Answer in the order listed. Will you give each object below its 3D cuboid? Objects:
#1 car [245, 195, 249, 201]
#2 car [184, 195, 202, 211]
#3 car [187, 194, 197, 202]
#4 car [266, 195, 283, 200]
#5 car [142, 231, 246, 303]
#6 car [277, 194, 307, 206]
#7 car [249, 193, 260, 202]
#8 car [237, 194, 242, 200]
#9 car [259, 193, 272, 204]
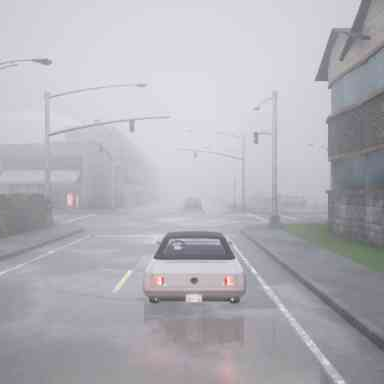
[{"bbox_3d":[13.777,1.113,70.219,4.605,1.855,1.932,0,0,0],"label":"car"},{"bbox_3d":[0.081,1.352,40.795,2.097,1.767,4.553,0,0,1],"label":"car"},{"bbox_3d":[0.028,1.353,74.836,2.097,1.767,4.553,0,0,0],"label":"car"},{"bbox_3d":[21.339,1.400,85.821,3.806,1.475,1.970,0,0,0],"label":"car"},{"bbox_3d":[0.061,1.601,8.134,1.895,1.301,4.718,0,0,1],"label":"car"},{"bbox_3d":[14.507,1.248,48.102,3.806,1.475,1.970,0,0,0],"label":"car"},{"bbox_3d":[14.189,1.092,67.314,3.866,1.878,1.905,0,0,0],"label":"car"},{"bbox_3d":[13.920,1.389,88.803,3.633,1.501,1.845,0,0,0],"label":"car"},{"bbox_3d":[14.186,1.169,54.519,5.027,1.636,2.152,0,0,0],"label":"car"}]
